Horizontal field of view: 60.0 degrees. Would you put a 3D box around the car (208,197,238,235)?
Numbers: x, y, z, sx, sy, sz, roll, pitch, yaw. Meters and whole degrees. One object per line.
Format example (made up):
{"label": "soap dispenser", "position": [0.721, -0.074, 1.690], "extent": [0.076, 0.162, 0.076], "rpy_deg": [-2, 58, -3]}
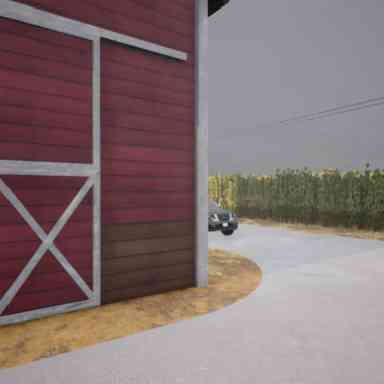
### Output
{"label": "car", "position": [0.109, 1.206, 18.186], "extent": [2.150, 2.045, 5.566], "rpy_deg": [0, 0, -32]}
